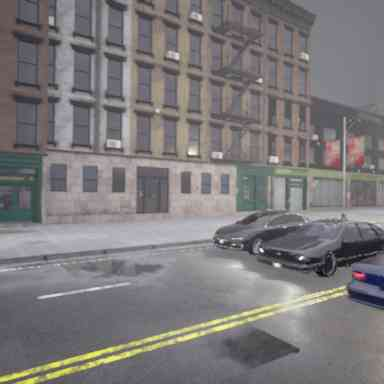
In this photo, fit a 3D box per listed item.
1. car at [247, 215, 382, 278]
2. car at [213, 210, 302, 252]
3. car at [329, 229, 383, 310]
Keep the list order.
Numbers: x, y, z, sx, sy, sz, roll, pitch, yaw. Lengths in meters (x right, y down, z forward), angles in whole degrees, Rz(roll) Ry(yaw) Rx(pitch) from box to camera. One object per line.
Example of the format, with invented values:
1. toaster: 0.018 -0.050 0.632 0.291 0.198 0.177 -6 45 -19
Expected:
1. car: 4.504 1.578 10.427 5.357 1.411 2.033 0 0 -34
2. car: 3.087 1.539 13.388 4.892 1.490 1.837 0 0 -34
3. car: 5.428 1.574 6.906 5.357 1.411 2.033 0 0 -34
